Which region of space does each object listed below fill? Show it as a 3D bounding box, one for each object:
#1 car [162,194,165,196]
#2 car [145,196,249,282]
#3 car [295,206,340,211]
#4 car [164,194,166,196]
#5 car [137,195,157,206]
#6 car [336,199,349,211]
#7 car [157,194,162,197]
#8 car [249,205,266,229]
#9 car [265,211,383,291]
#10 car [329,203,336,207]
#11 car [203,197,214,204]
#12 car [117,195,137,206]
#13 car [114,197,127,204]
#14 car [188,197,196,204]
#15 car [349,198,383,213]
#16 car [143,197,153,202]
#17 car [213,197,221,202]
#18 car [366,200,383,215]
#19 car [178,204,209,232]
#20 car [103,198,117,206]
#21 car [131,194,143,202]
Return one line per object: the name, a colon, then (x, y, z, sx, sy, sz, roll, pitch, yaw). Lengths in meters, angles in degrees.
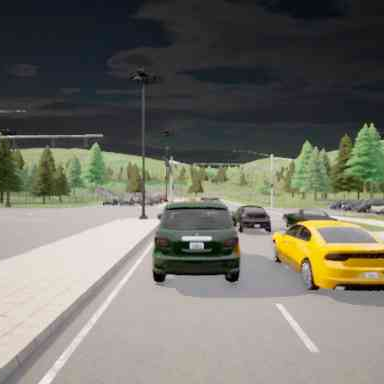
car: (-8.043, 1.883, 77.954, 1.994, 1.385, 4.181, 0, 0, 0)
car: (0.096, 1.267, 9.993, 2.150, 2.045, 5.566, 0, 0, 0)
car: (7.092, 1.688, 20.508, 1.895, 1.301, 4.718, 0, 0, 0)
car: (-8.047, 1.599, 88.448, 2.150, 2.045, 5.566, 0, 0, 0)
car: (-8.097, 1.747, 60.366, 2.128, 1.511, 4.902, 0, 0, 0)
car: (21.098, 1.667, 41.200, 4.902, 1.511, 2.128, 0, 0, 1)
car: (-8.038, 1.649, 69.447, 2.097, 1.767, 4.553, 0, 0, 0)
car: (3.592, 1.594, 20.703, 1.837, 1.490, 4.892, 0, 0, 0)
car: (3.595, 1.517, 9.145, 1.882, 1.535, 5.008, 0, 0, 0)
car: (20.812, 1.715, 44.704, 4.674, 1.442, 1.812, 0, 0, 1)
car: (3.546, 1.794, 70.677, 2.128, 1.511, 4.902, 0, 0, 0)
car: (-11.642, 1.780, 60.020, 1.812, 1.442, 4.674, 0, 0, 1)
car: (-15.039, 1.797, 70.121, 1.837, 1.490, 4.892, 0, 0, 0)
car: (-0.012, 1.790, 73.674, 1.882, 1.535, 5.008, 0, 0, 0)
car: (20.817, 1.512, 37.703, 4.553, 1.767, 2.097, 0, 0, 1)
car: (-11.548, 1.925, 87.988, 1.994, 1.385, 4.181, 0, 0, 0)
car: (6.990, 1.994, 94.247, 1.895, 1.301, 4.718, 0, 0, 1)
car: (21.030, 1.746, 34.198, 4.718, 1.301, 1.895, 0, 0, 1)
car: (0.090, 1.600, 22.069, 1.837, 1.490, 4.892, 0, 0, 0)
car: (-15.086, 1.824, 61.448, 1.994, 1.385, 4.181, 0, 0, 0)
car: (-15.038, 1.610, 91.052, 2.150, 2.045, 5.566, 0, 0, 0)
